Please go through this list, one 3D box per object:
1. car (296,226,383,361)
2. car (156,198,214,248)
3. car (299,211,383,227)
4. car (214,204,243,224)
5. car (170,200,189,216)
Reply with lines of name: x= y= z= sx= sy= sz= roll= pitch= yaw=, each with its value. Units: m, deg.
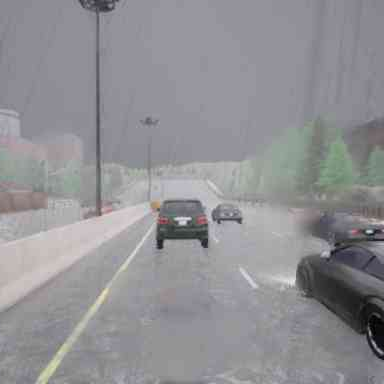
car: x=3.388 y=1.560 z=5.895 sx=1.994 sy=1.385 sz=4.181 roll=0 pitch=0 yaw=-2
car: x=-0.468 y=1.285 z=15.432 sx=2.150 sy=2.045 sz=5.566 roll=0 pitch=0 yaw=-3
car: x=6.571 y=1.553 z=15.049 sx=2.033 sy=1.411 sz=5.357 roll=0 pitch=0 yaw=-3
car: x=2.596 y=1.624 z=25.417 sx=2.033 sy=1.411 sz=5.357 roll=0 pitch=0 yaw=-3
car: x=-1.326 y=1.647 z=34.912 sx=1.837 sy=1.490 sz=4.892 roll=0 pitch=0 yaw=-3
